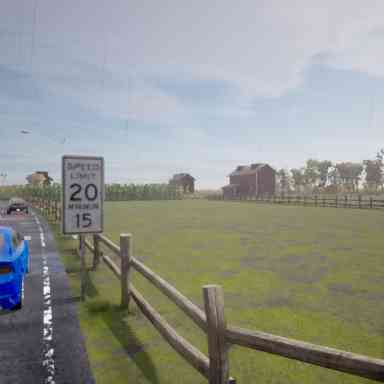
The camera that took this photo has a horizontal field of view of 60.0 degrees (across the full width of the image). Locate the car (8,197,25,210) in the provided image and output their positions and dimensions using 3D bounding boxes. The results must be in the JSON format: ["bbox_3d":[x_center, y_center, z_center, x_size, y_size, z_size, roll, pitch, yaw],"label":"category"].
[{"bbox_3d":[-23.341,1.505,44.069,1.837,1.490,4.892,0,0,-30],"label":"car"}]

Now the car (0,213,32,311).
[{"bbox_3d":[-4.719,1.479,7.375,1.882,1.535,5.008,0,0,-24],"label":"car"}]

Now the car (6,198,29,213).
[{"bbox_3d":[-18.395,1.508,35.178,1.837,1.490,4.892,0,0,-28],"label":"car"}]
